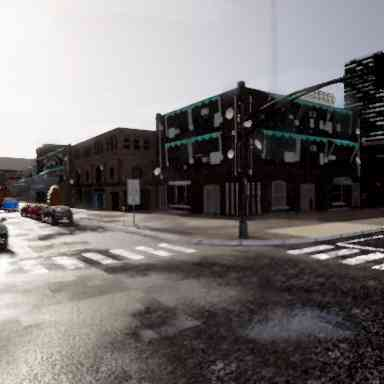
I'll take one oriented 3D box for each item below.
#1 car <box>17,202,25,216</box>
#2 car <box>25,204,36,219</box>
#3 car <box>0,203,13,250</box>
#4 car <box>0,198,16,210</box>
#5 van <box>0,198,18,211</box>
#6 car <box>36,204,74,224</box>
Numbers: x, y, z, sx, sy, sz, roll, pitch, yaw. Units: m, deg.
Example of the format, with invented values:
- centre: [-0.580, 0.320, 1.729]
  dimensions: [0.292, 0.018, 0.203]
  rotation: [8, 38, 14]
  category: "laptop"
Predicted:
- centre: [-17.185, 1.927, 35.653]
  dimensions: [1.802, 1.307, 4.206]
  rotation: [-2, 0, -35]
  category: "car"
- centre: [-13.979, 1.865, 31.142]
  dimensions: [1.802, 1.307, 4.206]
  rotation: [-2, 0, -35]
  category: "car"
- centre: [-9.389, 1.546, 14.590]
  dimensions: [2.097, 1.767, 4.553]
  rotation: [-1, 0, -34]
  category: "car"
- centre: [-30.022, 1.901, 53.697]
  dimensions: [2.192, 1.841, 5.009]
  rotation: [-2, 1, -35]
  category: "car"
- centre: [-26.814, 1.868, 49.186]
  dimensions: [1.690, 1.788, 3.998]
  rotation: [-2, 1, -35]
  category: "van"
- centre: [-10.772, 1.771, 26.631]
  dimensions: [2.008, 1.369, 4.403]
  rotation: [-2, 0, -35]
  category: "car"
